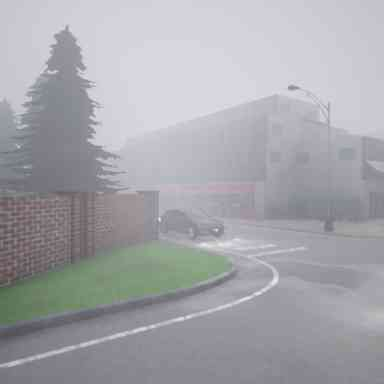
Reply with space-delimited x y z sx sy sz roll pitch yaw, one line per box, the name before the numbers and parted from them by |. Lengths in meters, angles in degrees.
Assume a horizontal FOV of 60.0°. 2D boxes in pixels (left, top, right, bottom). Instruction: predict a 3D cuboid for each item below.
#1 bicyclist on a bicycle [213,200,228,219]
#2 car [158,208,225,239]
bicyclist on a bicycle | 2.444 1.474 28.139 1.656 1.620 0.582 0 0 -35
car | -0.149 1.679 18.721 1.837 1.490 4.892 0 0 -35
